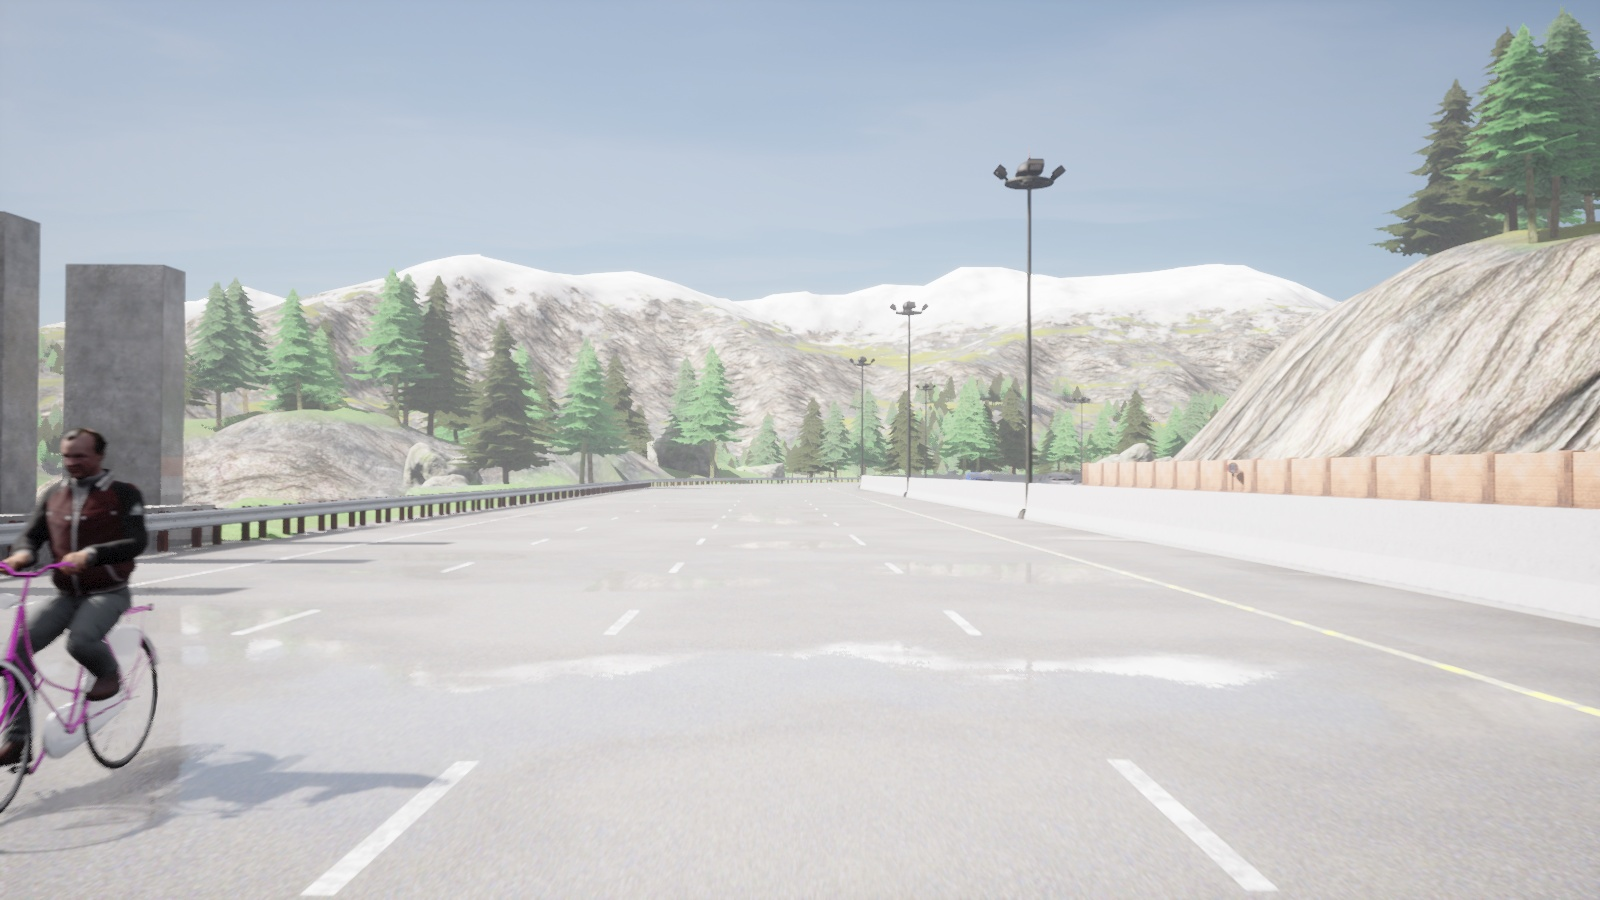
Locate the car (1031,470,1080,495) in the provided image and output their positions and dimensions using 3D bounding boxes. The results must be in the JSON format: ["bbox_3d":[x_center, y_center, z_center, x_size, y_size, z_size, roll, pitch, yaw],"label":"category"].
[{"bbox_3d":[15.776,1.999,77.739,2.007,1.525,4.514,0,-1,-2],"label":"car"}]

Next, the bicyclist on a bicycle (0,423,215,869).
[{"bbox_3d":[-3.517,0.798,5.916,0.659,1.776,1.843,0,-1,0],"label":"bicyclist on a bicycle"}]

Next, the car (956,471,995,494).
[{"bbox_3d":[12.045,2.192,86.515,1.882,1.535,5.008,0,-1,-2],"label":"car"}]
